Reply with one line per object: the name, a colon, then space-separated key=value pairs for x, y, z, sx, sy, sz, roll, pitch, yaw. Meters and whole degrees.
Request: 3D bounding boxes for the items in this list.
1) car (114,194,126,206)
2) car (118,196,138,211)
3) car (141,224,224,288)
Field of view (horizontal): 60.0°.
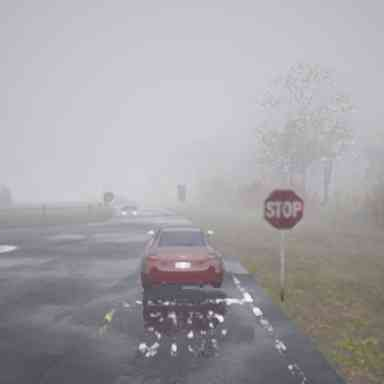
car: x=-12.465 y=1.342 z=58.397 sx=2.150 sy=2.045 sz=5.566 roll=0 pitch=0 yaw=-18
car: x=-7.865 y=1.635 z=41.742 sx=2.033 sy=1.411 sz=5.357 roll=0 pitch=0 yaw=-13
car: x=-0.302 y=1.585 z=9.347 sx=1.994 sy=1.385 sz=4.181 roll=0 pitch=0 yaw=-3
